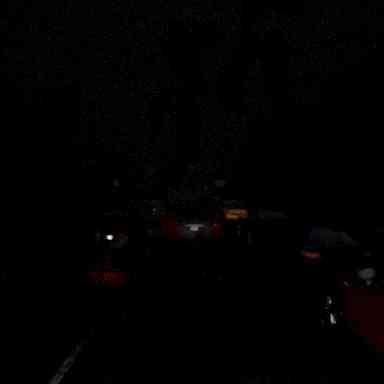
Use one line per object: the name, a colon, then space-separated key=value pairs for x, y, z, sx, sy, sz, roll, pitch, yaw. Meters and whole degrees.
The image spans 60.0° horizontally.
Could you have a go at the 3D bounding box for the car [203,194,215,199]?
car: x=3.216 y=1.422 z=47.989 sx=2.231 sy=1.521 sz=4.892 roll=0 pitch=0 yaw=0

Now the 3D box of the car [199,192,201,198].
car: x=3.198 y=1.269 z=70.190 sx=2.185 sy=1.767 sz=4.553 roll=0 pitch=0 yaw=0

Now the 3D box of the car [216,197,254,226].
car: x=3.225 y=1.445 z=26.079 sx=1.946 sy=1.575 sz=5.366 roll=0 pitch=0 yaw=0

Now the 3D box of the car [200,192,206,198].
car: x=3.207 y=1.156 z=59.199 sx=2.435 sy=2.045 sz=5.566 roll=0 pitch=0 yaw=0

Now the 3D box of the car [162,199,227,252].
car: x=0.091 y=1.335 z=14.008 sx=2.097 sy=1.767 sz=4.553 roll=0 pitch=0 yaw=0

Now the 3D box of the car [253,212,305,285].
car: x=3.226 y=1.509 z=9.316 sx=2.002 sy=1.452 sz=4.674 roll=0 pitch=0 yaw=0

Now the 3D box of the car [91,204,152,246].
car: x=-3.156 y=1.486 z=15.200 sx=1.837 sy=1.490 sz=4.892 roll=0 pitch=0 yaw=0

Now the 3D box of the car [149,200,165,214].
car: x=-3.154 y=1.487 z=31.283 sx=1.812 sy=1.442 sz=4.674 roll=0 pitch=0 yaw=0

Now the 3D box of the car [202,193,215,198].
car: x=3.213 y=1.416 z=53.516 sx=2.231 sy=1.521 sz=4.892 roll=0 pitch=0 yaw=0

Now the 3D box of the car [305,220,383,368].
car: x=3.225 y=1.350 z=3.887 sx=2.185 sy=1.767 sz=4.553 roll=0 pitch=0 yaw=0

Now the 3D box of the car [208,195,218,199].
car: x=3.226 y=1.432 z=37.132 sx=1.946 sy=1.575 sz=5.366 roll=0 pitch=0 yaw=0

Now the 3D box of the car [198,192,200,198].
car: x=3.244 y=1.380 z=82.804 sx=2.231 sy=1.521 sz=4.892 roll=0 pitch=0 yaw=1

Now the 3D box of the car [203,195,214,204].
car: x=3.202 y=1.398 z=64.882 sx=1.946 sy=1.575 sz=5.366 roll=0 pitch=0 yaw=0
